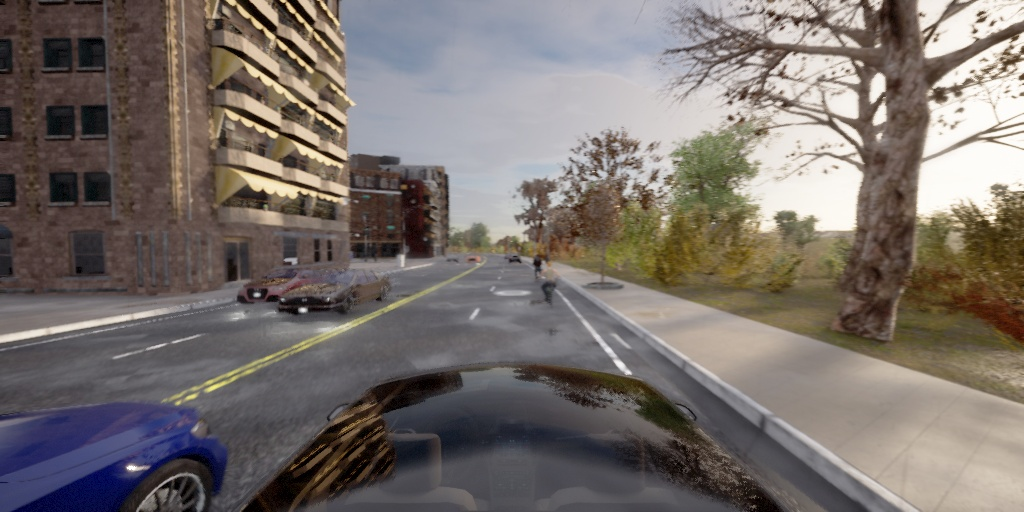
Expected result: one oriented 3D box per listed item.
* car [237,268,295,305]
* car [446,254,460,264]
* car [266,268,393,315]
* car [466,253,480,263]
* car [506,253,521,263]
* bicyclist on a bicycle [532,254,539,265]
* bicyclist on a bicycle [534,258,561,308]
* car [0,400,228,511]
[{"bbox_3d":[-9.338,1.207,15.203,1.994,1.385,4.181,-1,1,1],"label":"car"},{"bbox_3d":[-9.516,0.411,57.850,1.882,1.535,5.008,-1,1,-5],"label":"car"},{"bbox_3d":[-6.131,1.182,13.293,2.033,1.411,5.357,-1,1,2],"label":"car"},{"bbox_3d":[-6.263,0.274,58.086,2.097,1.767,4.553,-1,1,-2],"label":"car"},{"bbox_3d":[0.399,0.341,55.589,1.837,1.490,4.892,-1,1,-2],"label":"car"},{"bbox_3d":[1.532,0.769,21.562,0.659,1.776,1.843,-1,1,1],"label":"bicyclist on a bicycle"},{"bbox_3d":[1.348,0.984,12.828,0.866,1.612,1.509,-1,1,2],"label":"bicyclist on a bicycle"},{"bbox_3d":[-3.141,1.331,0.748,1.812,1.442,4.674,-1,1,3],"label":"car"}]
